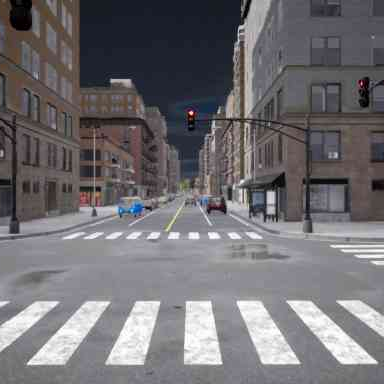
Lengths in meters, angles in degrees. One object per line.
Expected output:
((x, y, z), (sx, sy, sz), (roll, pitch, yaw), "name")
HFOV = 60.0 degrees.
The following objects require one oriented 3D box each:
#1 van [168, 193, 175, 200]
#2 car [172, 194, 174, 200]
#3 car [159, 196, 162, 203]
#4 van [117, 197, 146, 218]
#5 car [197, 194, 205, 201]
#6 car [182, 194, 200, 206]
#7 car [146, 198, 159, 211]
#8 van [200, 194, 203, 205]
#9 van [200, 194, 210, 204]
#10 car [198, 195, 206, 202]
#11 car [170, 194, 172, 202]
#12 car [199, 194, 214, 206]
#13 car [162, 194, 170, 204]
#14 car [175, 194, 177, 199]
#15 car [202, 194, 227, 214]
((-5.798, 1.327, 94.838), (1.690, 1.788, 3.998), (0, 0, 0), "van")
((-5.710, 1.556, 73.213), (1.947, 1.339, 4.313), (0, 0, 0), "car")
((-5.600, 1.540, 46.182), (1.887, 1.381, 4.507), (0, 0, 0), "car")
((-5.534, 1.339, 29.963), (1.690, 1.788, 3.998), (0, 0, 0), "van")
((2.300, 1.428, 84.061), (1.967, 1.590, 4.097), (0, 0, 0), "car")
((-0.183, 1.485, 55.105), (2.128, 1.511, 4.902), (0, 0, 0), "car")
((-5.578, 1.562, 40.775), (1.947, 1.339, 4.313), (0, 0, 0), "car")
((2.470, 1.335, 51.624), (1.690, 1.788, 3.998), (0, 0, 0), "van")
((2.413, 1.333, 62.437), (1.690, 1.788, 3.998), (0, 0, 0), "van")
((2.327, 1.514, 78.825), (1.752, 1.417, 4.829), (0, 0, 0), "car")
((-5.688, 1.542, 67.806), (2.008, 1.369, 4.403), (0, 0, 0), "car")
((2.442, 1.308, 57.031), (2.192, 1.841, 5.009), (0, 0, 0), "car")
((-5.665, 1.518, 62.231), (1.752, 1.417, 4.829), (0, 0, 0), "car")
((-5.776, 1.569, 89.431), (1.802, 1.307, 4.206), (0, 0, 0), "car")
((2.555, 1.312, 35.406), (2.192, 1.841, 5.009), (0, 0, 0), "car")
